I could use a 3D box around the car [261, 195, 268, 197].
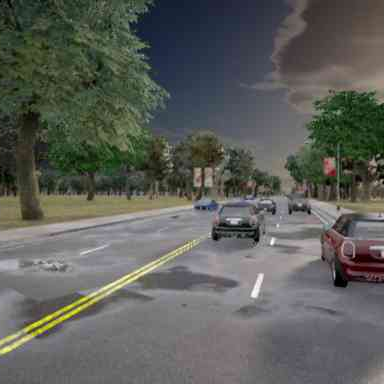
[{"bbox_3d":[16.532,1.464,76.341,2.128,1.511,4.902,0,0,16],"label":"car"}]

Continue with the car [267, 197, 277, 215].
[{"bbox_3d":[7.616,1.492,33.963,1.812,1.442,4.674,0,0,16],"label":"car"}]

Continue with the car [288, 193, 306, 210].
[{"bbox_3d":[13.771,1.198,43.788,2.150,2.045,5.566,0,0,17],"label":"car"}]

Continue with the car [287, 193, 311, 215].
[{"bbox_3d":[10.957,1.320,33.960,2.097,1.767,4.553,0,0,17],"label":"car"}]

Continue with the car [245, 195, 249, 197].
[{"bbox_3d":[4.789,1.442,36.622,1.882,1.535,5.008,0,0,16],"label":"car"}]

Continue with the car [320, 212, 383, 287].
[{"bbox_3d":[4.790,1.340,9.114,2.097,1.767,4.553,0,0,16],"label":"car"}]

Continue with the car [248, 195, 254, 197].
[{"bbox_3d":[13.413,1.415,77.255,1.882,1.535,5.008,0,0,16],"label":"car"}]

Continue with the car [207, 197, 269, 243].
[{"bbox_3d":[2.408,1.330,16.227,2.097,1.767,4.553,0,0,16],"label":"car"}]

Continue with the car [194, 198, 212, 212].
[{"bbox_3d":[1.657,1.440,37.491,1.882,1.535,5.008,0,0,16],"label":"car"}]
